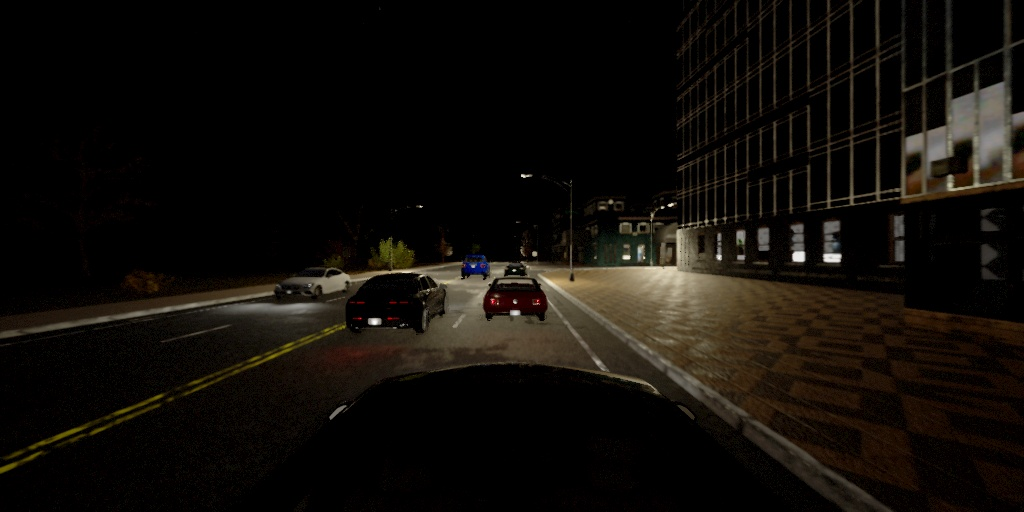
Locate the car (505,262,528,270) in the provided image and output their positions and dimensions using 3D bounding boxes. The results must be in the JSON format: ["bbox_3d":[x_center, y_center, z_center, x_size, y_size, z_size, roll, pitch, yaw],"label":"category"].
[{"bbox_3d":[0.441,1.308,35.239,1.994,1.385,4.181,0,0,7],"label":"car"}]

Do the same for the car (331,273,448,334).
[{"bbox_3d":[-3.151,1.254,10.645,1.837,1.490,4.892,0,0,0],"label":"car"}]

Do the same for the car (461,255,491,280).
[{"bbox_3d":[-3.146,0.966,31.772,2.150,2.045,5.566,0,0,0],"label":"car"}]

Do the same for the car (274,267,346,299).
[{"bbox_3d":[-9.747,1.294,18.002,1.812,1.442,4.674,0,0,0],"label":"car"}]

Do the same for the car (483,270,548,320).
[{"bbox_3d":[0.099,1.349,12.550,1.895,1.301,4.718,0,0,0],"label":"car"}]
